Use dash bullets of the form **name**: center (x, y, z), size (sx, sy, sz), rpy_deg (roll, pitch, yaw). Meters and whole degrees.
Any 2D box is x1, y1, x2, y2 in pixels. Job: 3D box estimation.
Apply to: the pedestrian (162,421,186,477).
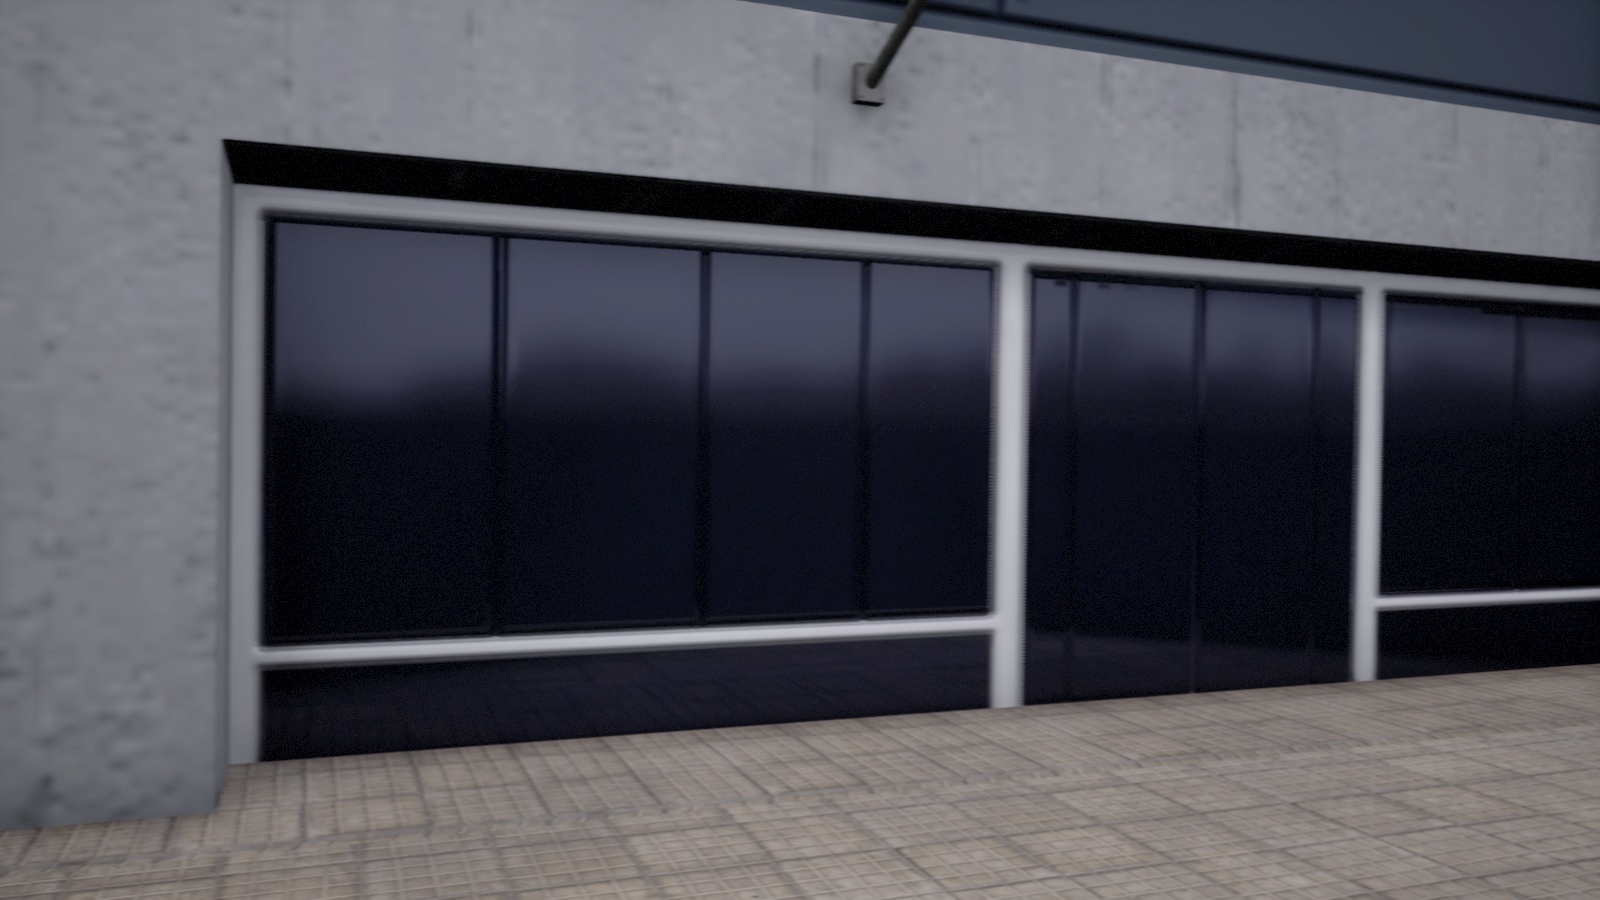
- **pedestrian**: center (-21.566, -0.036, 43.261), size (0.692, 1.930, 0.395), rpy_deg (-1, 1, -19)
